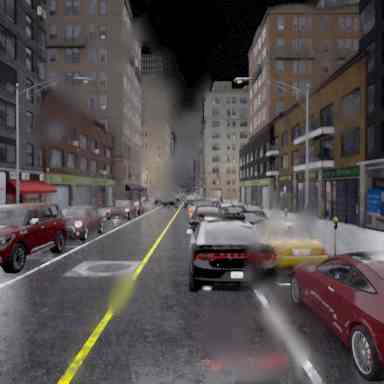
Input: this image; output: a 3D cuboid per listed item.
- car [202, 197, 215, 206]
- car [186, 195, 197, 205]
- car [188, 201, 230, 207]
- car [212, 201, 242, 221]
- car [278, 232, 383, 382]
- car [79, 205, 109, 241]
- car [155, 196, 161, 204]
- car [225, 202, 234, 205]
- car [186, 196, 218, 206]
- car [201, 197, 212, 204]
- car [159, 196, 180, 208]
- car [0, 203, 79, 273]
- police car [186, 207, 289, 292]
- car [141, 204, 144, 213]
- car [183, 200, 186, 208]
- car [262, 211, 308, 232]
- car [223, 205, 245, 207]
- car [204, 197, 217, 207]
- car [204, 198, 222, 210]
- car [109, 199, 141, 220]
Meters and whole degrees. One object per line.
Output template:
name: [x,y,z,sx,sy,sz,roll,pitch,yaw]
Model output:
car: [2.719,1.516,55.443,1.947,1.339,4.313,-1,0,0]
car: [-0.162,1.422,60.153,1.882,1.535,5.008,0,0,0]
car: [0.848,1.494,18.978,1.837,1.490,4.892,0,0,0]
car: [2.787,1.532,27.513,2.008,1.369,4.403,-1,0,0]
car: [2.842,1.579,5.170,1.802,1.307,4.206,-1,0,0]
car: [-5.722,1.430,16.319,1.967,1.590,4.097,-1,0,0]
car: [-5.840,1.487,61.004,1.887,1.381,4.507,-1,0,0]
car: [2.801,1.552,21.927,1.947,1.339,4.313,-1,0,0]
car: [0.767,1.335,24.940,2.097,1.767,4.553,0,0,-1]
car: [2.705,1.525,61.029,1.802,1.307,4.206,-1,0,0]
car: [-3.212,1.561,48.393,1.895,1.301,4.718,0,0,0]
car: [-5.708,1.309,10.733,2.192,1.841,5.009,-1,0,0]
police car: [0.875,1.420,9.088,1.930,1.638,5.238,0,0,0]
car: [-5.765,1.559,33.076,1.802,1.307,4.206,-1,0,0]
car: [-0.115,1.467,46.413,1.837,1.490,4.892,0,0,0]
car: [2.827,1.519,10.926,1.752,1.417,4.829,-1,0,0]
car: [2.814,1.556,16.342,1.947,1.339,4.313,-1,0,0]
car: [2.732,1.483,50.027,1.752,1.417,4.829,-1,0,0]
car: [2.746,1.516,44.271,2.008,1.369,4.403,-1,0,0]
car: [-5.752,1.422,27.490,1.967,1.590,4.097,-1,0,0]
